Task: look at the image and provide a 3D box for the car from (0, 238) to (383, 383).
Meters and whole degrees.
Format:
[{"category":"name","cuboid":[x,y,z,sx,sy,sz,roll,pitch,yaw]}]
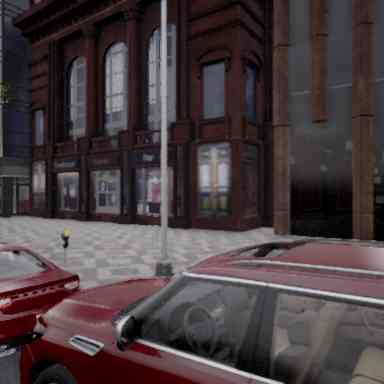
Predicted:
[{"category":"car","cuboid":[0.766,1.317,2.532,5.009,1.841,2.192,0,0,36]}]
